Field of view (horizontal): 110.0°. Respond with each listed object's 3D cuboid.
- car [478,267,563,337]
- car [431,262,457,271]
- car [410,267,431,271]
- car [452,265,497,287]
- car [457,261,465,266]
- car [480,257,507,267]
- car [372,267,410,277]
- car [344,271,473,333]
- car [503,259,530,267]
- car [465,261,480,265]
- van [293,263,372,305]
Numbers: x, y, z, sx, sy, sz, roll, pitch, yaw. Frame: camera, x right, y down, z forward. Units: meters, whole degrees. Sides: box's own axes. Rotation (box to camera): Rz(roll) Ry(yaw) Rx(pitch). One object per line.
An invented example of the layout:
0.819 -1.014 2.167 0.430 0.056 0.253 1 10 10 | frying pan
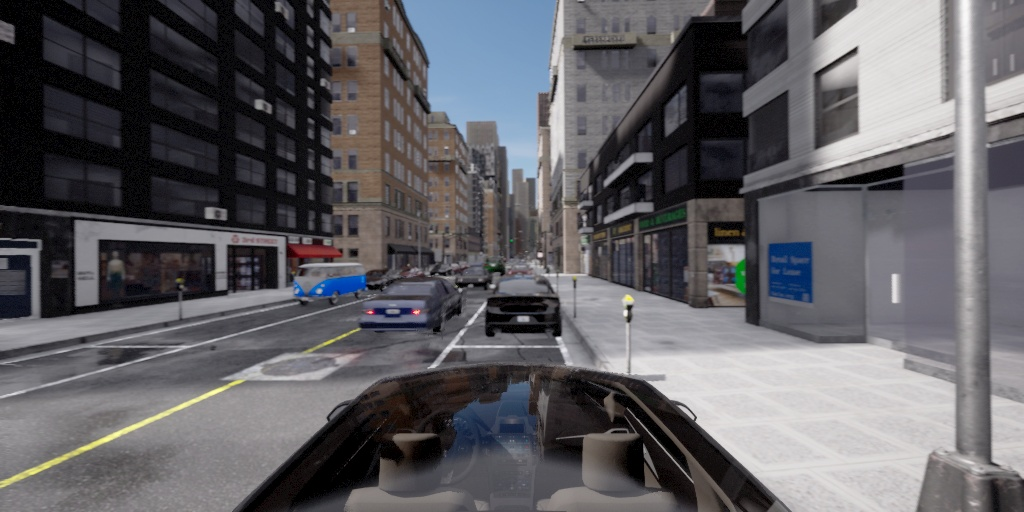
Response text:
0.334 1.254 10.426 1.882 1.535 5.008 0 0 2 | car
-7.524 1.508 38.537 1.948 1.339 4.313 0 0 2 | car
-7.894 1.488 27.541 1.802 1.307 4.207 0 0 2 | car
-2.284 1.443 23.029 1.895 1.301 4.718 0 0 3 | car
-7.339 1.543 44.035 1.802 1.307 4.207 0 0 2 | car
-1.832 1.116 39.527 2.150 2.045 5.566 0 -1 2 | car
-8.080 1.454 22.043 1.948 1.339 4.313 0 0 2 | car
-2.691 1.351 10.877 2.033 1.411 5.357 0 0 2 | car
0.626 1.272 27.254 1.967 1.591 4.097 0 0 2 | car
-4.571 1.500 47.801 2.033 1.411 5.357 0 0 2 | car
-8.265 1.211 16.544 1.690 1.789 3.998 0 0 2 | van
